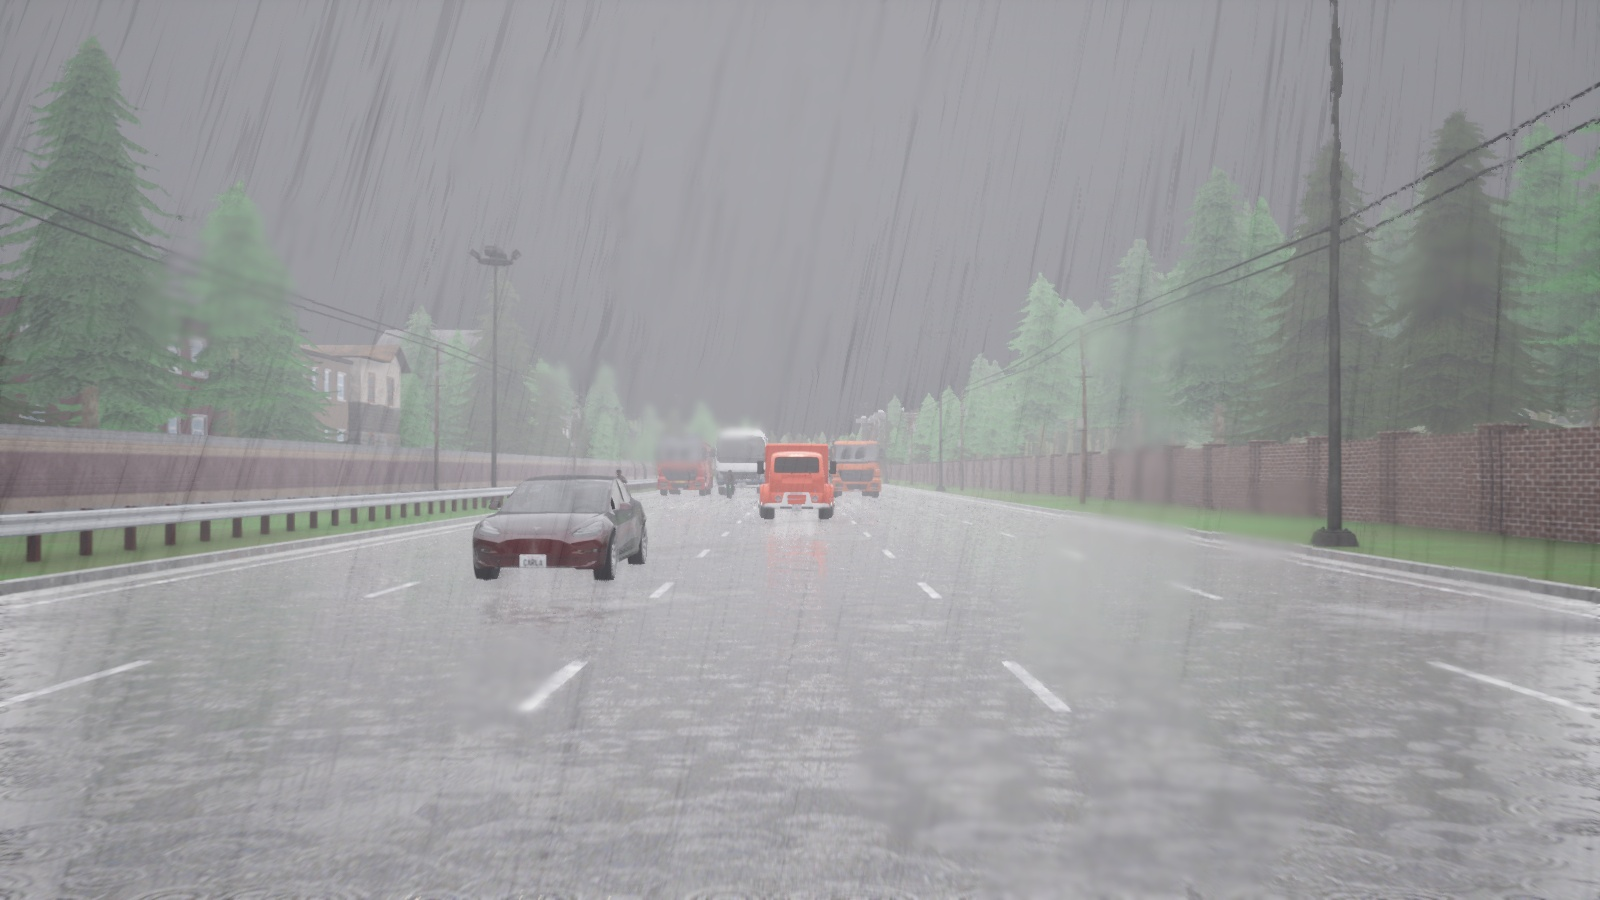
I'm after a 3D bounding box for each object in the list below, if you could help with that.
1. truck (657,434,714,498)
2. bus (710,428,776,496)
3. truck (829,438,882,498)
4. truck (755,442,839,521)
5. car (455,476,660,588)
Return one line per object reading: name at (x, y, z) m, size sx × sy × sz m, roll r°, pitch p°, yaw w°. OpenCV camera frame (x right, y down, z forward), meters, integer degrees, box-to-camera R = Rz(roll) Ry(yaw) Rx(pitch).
truck at (-7.196, 1.015, 79.822) m, size 2.891 × 3.827 × 8.468 m, roll 0°, pitch -1°, yaw 0°
bus at (-3.708, 0.863, 84.210) m, size 3.944 × 4.253 × 10.273 m, roll 0°, pitch -1°, yaw 0°
truck at (3.311, 1.109, 77.066) m, size 2.891 × 3.462 × 7.936 m, roll 0°, pitch -1°, yaw 0°
truck at (-0.102, 1.028, 41.775) m, size 2.627 × 2.467 × 5.204 m, roll 0°, pitch -1°, yaw 0°
car at (-3.548, 1.153, 19.374) m, size 2.163 × 1.488 × 4.792 m, roll 0°, pitch -1°, yaw 1°
